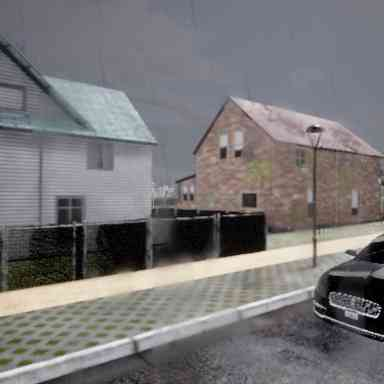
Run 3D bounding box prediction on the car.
[{"bbox_3d":[4.234,1.483,6.079,4.892,1.490,1.837,0,0,-35],"label":"car"}]
